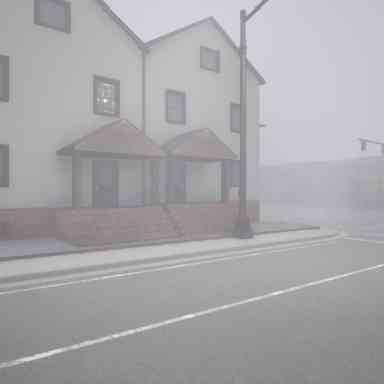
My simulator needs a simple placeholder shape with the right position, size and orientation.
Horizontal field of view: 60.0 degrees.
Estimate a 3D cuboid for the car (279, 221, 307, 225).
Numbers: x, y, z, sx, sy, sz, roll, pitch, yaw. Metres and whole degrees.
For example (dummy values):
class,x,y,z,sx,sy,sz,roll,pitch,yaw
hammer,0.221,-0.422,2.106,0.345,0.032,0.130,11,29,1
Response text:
class,x,y,z,sx,sy,sz,roll,pitch,yaw
car,8.588,3.480,31.355,2.128,1.511,4.902,-1,-12,-36
